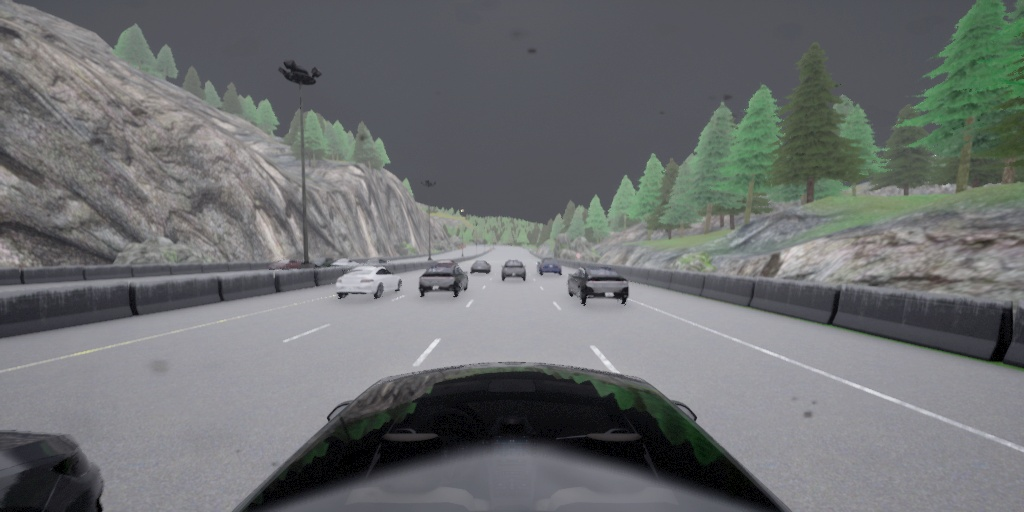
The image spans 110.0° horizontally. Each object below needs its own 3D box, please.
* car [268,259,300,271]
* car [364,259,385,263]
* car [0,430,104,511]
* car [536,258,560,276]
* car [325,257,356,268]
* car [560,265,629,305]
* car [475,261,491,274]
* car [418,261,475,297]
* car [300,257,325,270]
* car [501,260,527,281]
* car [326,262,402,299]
[{"bbox_3d":[-28.015,1.126,44.472,1.812,1.442,4.674,0,0,0],"label":"car"},{"bbox_3d":[-17.506,1.104,45.801,1.837,1.490,4.892,0,0,0],"label":"car"},{"bbox_3d":[-3.403,1.261,0.104,1.837,1.490,4.892,0,0,0],"label":"car"},{"bbox_3d":[3.654,0.985,36.103,2.097,1.767,4.553,0,0,-1],"label":"car"},{"bbox_3d":[-21.013,1.125,44.890,1.812,1.442,4.674,0,0,0],"label":"car"},{"bbox_3d":[3.618,1.193,15.719,2.128,1.511,4.902,0,0,0],"label":"car"},{"bbox_3d":[-3.352,1.183,39.158,1.994,1.385,4.181,0,0,0],"label":"car"},{"bbox_3d":[-3.379,1.183,18.317,2.128,1.511,4.902,0,0,0],"label":"car"},{"bbox_3d":[-24.504,0.946,46.094,2.097,1.767,4.553,0,0,0],"label":"car"},{"bbox_3d":[0.137,1.147,28.839,2.128,1.511,4.902,0,0,0],"label":"car"},{"bbox_3d":[-6.880,1.220,17.550,1.812,1.442,4.674,0,0,0],"label":"car"}]
